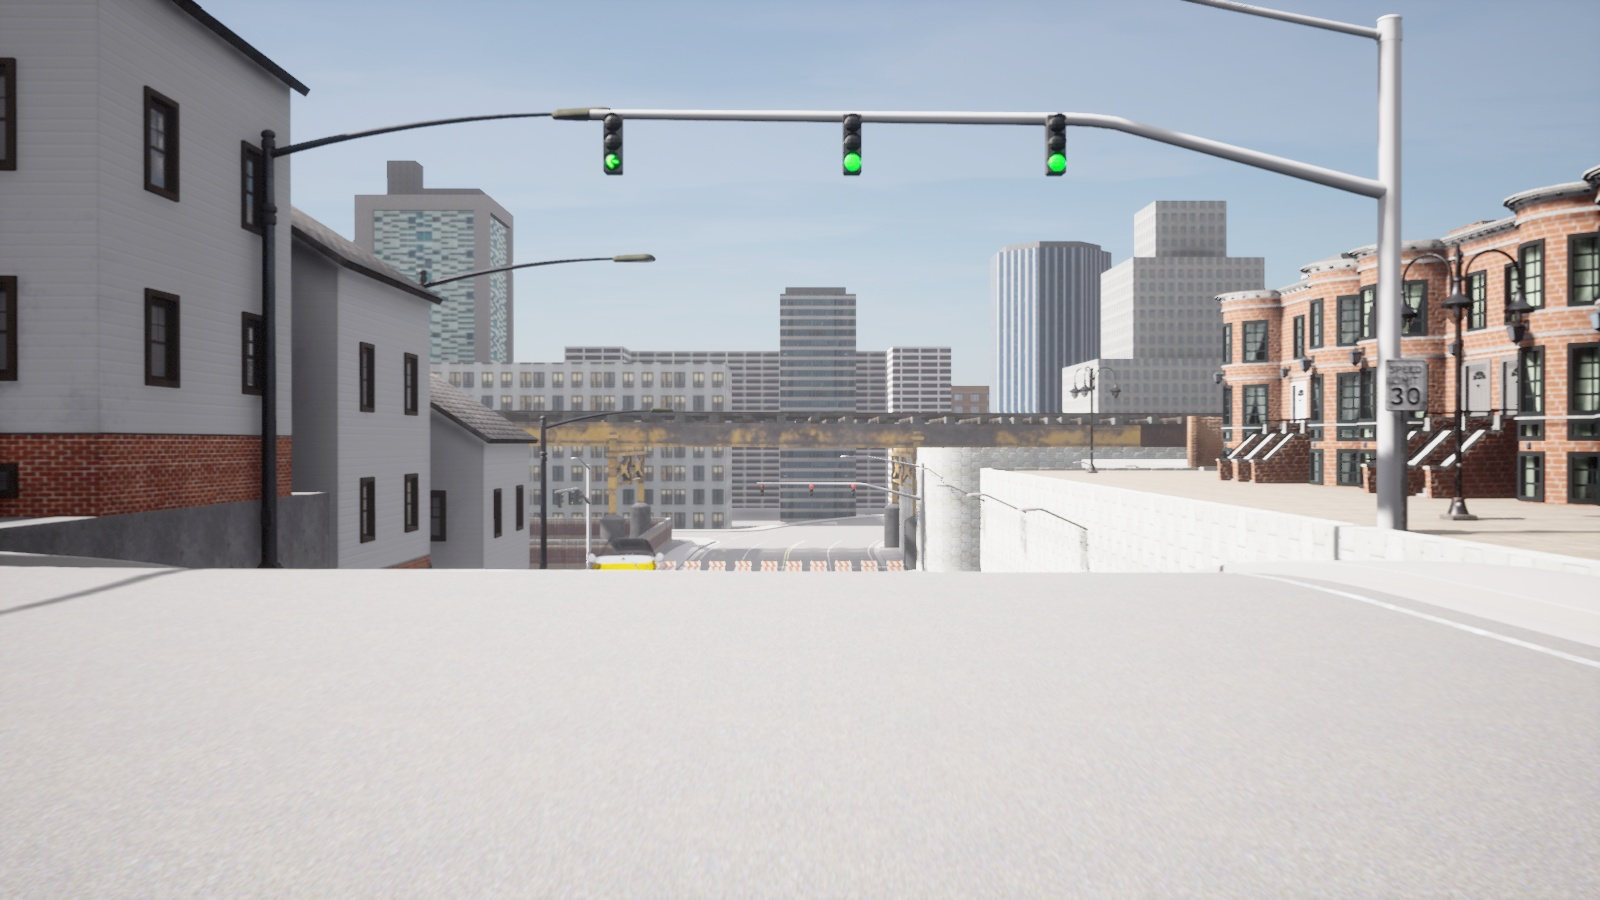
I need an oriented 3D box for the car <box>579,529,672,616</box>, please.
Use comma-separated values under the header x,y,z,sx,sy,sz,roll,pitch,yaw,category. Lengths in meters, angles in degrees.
x,y,z,sx,sy,sz,roll,pitch,yaw,category
-3.354,2.424,24.502,1.481,1.376,2.207,-1,-13,0,car
